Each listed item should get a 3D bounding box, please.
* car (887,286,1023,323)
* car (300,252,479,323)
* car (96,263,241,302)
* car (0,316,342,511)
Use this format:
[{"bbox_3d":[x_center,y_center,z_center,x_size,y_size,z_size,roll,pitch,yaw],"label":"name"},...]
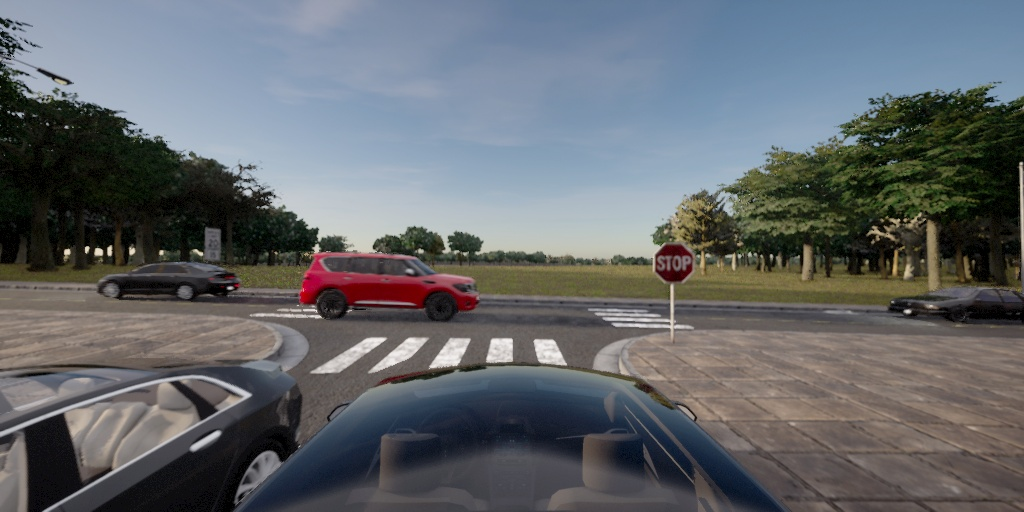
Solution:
[{"bbox_3d":[18.912,1.970,14.720,5.357,1.411,2.033,2,-1,0],"label":"car"},{"bbox_3d":[-3.885,0.951,11.807,5.566,2.045,2.150,2,-1,0],"label":"car"},{"bbox_3d":[-14.015,1.001,14.769,4.892,1.490,1.837,2,-1,0],"label":"car"},{"bbox_3d":[-2.638,1.298,1.336,2.007,1.370,4.403,0,0,0],"label":"car"}]
